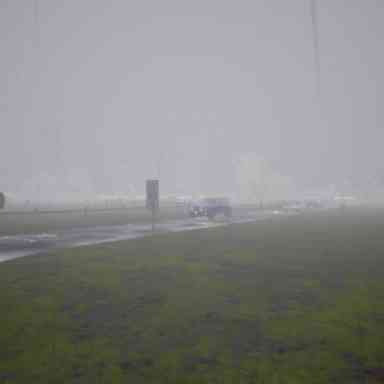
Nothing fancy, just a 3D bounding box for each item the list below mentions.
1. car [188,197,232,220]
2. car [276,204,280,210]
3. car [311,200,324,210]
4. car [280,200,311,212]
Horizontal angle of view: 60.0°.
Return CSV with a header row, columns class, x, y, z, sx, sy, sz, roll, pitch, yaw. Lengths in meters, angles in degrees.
class,x,y,z,sx,sy,sz,roll,pitch,yaw
car,1.906,1.502,32.181,2.150,2.045,5.566,-1,-1,34
car,14.147,2.075,49.702,1.895,1.301,4.718,-1,-1,35
car,19.339,1.998,52.370,1.837,1.490,4.892,-1,-1,35
car,13.815,2.007,44.303,1.895,1.301,4.718,-1,-1,35
